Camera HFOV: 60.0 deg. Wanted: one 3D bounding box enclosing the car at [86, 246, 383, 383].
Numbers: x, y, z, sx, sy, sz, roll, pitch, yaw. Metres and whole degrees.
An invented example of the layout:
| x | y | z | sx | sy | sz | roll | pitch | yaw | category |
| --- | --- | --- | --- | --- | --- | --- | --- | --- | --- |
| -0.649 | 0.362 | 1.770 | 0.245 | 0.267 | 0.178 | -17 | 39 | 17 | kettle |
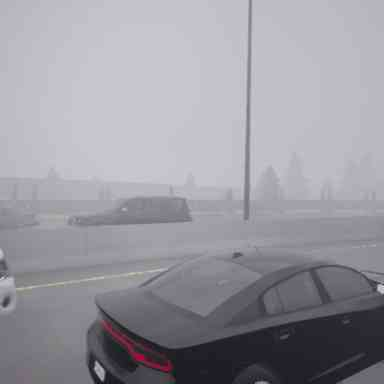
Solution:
| x | y | z | sx | sy | sz | roll | pitch | yaw | category |
| --- | --- | --- | --- | --- | --- | --- | --- | --- | --- |
| 1.230 | 1.486 | 4.403 | 5.008 | 1.535 | 1.882 | 1 | 0 | -33 | car |

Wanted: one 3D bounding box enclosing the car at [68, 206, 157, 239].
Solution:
| x | y | z | sx | sy | sz | roll | pitch | yaw | category |
| --- | --- | --- | --- | --- | --- | --- | --- | --- | --- |
| -4.192 | 1.529 | 17.694 | 4.181 | 1.385 | 1.994 | 1 | 0 | -31 | car |

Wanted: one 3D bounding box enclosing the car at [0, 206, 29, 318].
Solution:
| x | y | z | sx | sy | sz | roll | pitch | yaw | category |
| --- | --- | --- | --- | --- | --- | --- | --- | --- | --- |
| -5.341 | 1.166 | 4.143 | 5.566 | 2.045 | 2.150 | 1 | 0 | -37 | car |

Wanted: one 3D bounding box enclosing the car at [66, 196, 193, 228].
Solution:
| x | y | z | sx | sy | sz | roll | pitch | yaw | category |
| --- | --- | --- | --- | --- | --- | --- | --- | --- | --- |
| -2.576 | 1.199 | 14.654 | 5.566 | 2.045 | 2.150 | 1 | 0 | -31 | car |

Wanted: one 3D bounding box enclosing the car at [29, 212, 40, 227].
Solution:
| x | y | z | sx | sy | sz | roll | pitch | yaw | category |
| --- | --- | --- | --- | --- | --- | --- | --- | --- | --- |
| -10.992 | 1.439 | 17.519 | 5.357 | 1.411 | 2.033 | 1 | 0 | -34 | car |
